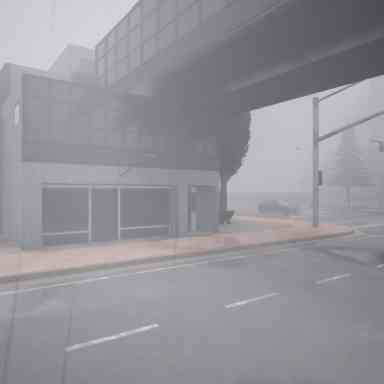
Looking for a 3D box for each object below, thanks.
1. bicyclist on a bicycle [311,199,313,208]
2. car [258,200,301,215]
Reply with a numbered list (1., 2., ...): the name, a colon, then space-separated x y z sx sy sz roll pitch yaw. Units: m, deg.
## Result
1. bicyclist on a bicycle: 15.798 1.301 42.775 1.656 1.620 0.582 0 0 -36
2. car: 8.765 1.526 33.745 1.812 1.442 4.674 0 0 -36
